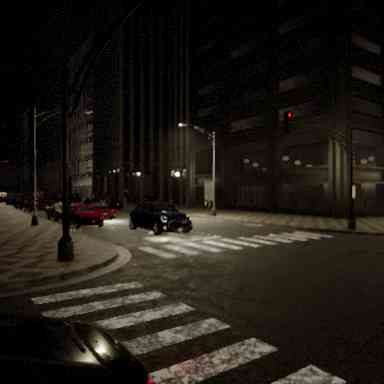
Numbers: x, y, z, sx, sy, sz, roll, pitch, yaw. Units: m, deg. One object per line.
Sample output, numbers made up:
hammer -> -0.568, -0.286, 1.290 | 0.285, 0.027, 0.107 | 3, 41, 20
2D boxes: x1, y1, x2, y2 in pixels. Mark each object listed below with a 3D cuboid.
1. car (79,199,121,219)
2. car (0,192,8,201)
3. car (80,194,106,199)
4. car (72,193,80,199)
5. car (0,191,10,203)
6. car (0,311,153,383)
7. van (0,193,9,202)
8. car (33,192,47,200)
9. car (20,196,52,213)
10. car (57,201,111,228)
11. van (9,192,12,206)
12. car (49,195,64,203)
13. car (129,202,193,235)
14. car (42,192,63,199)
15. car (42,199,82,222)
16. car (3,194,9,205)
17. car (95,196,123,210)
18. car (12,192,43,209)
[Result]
car -> -7.937, 1.546, 27.931 | 1.994, 1.385, 4.181 | 0, 0, -35
car -> -39.441, 0.946, 68.327 | 2.192, 1.841, 5.009 | 1, 0, -35
car -> -13.151, 1.195, 45.511 | 2.192, 1.841, 5.009 | 1, 0, -35
car -> -19.581, 1.119, 54.740 | 2.192, 1.841, 5.009 | 1, 0, -35
car -> -33.011, 1.157, 59.098 | 1.967, 1.590, 4.097 | 1, 0, -35
car -> -2.258, 1.566, 1.930 | 4.181, 1.385, 1.994 | 1, -1, -35
van -> -36.225, 1.015, 63.712 | 1.690, 1.788, 3.998 | 1, 0, -35
car -> -35.659, 0.908, 77.813 | 2.192, 1.841, 5.009 | 1, 0, -35
car -> -16.933, 1.456, 36.023 | 1.887, 1.381, 4.507 | 1, 0, -35
car -> -7.285, 1.553, 22.178 | 1.887, 1.381, 4.507 | 1, 0, -35
van -> -23.363, 1.179, 45.253 | 1.690, 1.788, 3.998 | 1, 0, -35
car -> -26.016, 1.303, 63.969 | 1.802, 1.307, 4.206 | 1, 0, -35
car -> -1.876, 1.392, 19.227 | 2.097, 1.767, 4.553 | 0, 0, -35
car -> -18.366, 1.095, 42.947 | 2.150, 2.045, 5.566 | 0, 0, -35
car -> -10.404, 1.504, 26.654 | 1.752, 1.417, 4.829 | 1, 0, -35
car -> -26.581, 1.350, 49.868 | 2.008, 1.369, 4.403 | 1, 0, -35
car -> -9.938, 1.482, 40.896 | 1.947, 1.339, 4.313 | 1, 0, -35
car -> -20.147, 1.191, 40.638 | 2.192, 1.841, 5.009 | 1, 0, -35
